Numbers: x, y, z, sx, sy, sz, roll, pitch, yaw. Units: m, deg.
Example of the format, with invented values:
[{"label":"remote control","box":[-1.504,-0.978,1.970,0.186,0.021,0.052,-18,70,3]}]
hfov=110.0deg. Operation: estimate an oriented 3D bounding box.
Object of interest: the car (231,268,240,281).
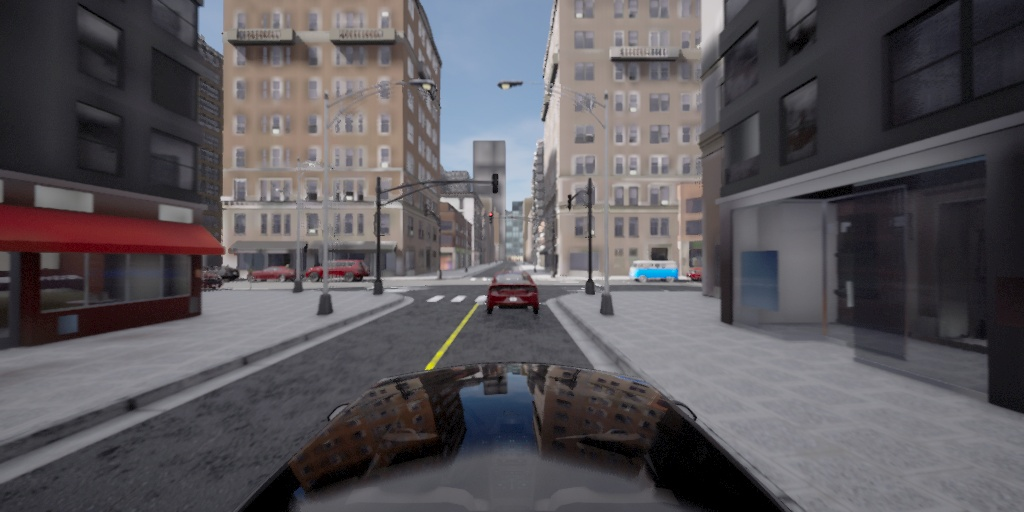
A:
[{"label":"car","box":[-25.933,1.516,30.885,4.313,1.339,1.948,0,0,0]}]

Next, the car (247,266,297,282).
[{"label":"car","box":[-20.410,1.537,30.847,4.207,1.307,1.802,0,0,0]}]

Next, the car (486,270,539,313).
[{"label":"car","box":[-0.003,1.321,14.520,1.882,1.535,5.008,0,0,-1]}]

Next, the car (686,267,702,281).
[{"label":"car","box":[17.657,1.299,30.586,5.009,1.841,2.192,0,0,0]}]

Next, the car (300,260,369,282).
[{"label":"car","box":[-14.886,1.275,30.809,5.009,1.841,2.192,0,0,0]}]

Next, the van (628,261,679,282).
[{"label":"van","box":[12.061,1.321,30.624,3.998,1.789,1.690,0,0,0]}]

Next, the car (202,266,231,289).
[{"label":"car","box":[-20.442,1.332,22.321,4.097,1.591,1.967,0,0,0]}]
